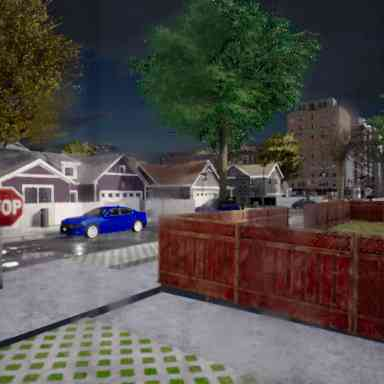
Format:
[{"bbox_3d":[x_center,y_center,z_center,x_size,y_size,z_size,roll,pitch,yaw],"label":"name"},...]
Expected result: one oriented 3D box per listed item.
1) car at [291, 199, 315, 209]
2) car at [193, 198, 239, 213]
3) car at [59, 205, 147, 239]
[{"bbox_3d":[15.216,1.601,45.165,2.033,1.411,5.357,0,0,36],"label":"car"},{"bbox_3d":[1.999,1.383,26.957,2.097,1.767,4.553,0,-1,36],"label":"car"},{"bbox_3d":[-4.581,1.496,17.809,1.882,1.535,5.008,0,0,36],"label":"car"}]
